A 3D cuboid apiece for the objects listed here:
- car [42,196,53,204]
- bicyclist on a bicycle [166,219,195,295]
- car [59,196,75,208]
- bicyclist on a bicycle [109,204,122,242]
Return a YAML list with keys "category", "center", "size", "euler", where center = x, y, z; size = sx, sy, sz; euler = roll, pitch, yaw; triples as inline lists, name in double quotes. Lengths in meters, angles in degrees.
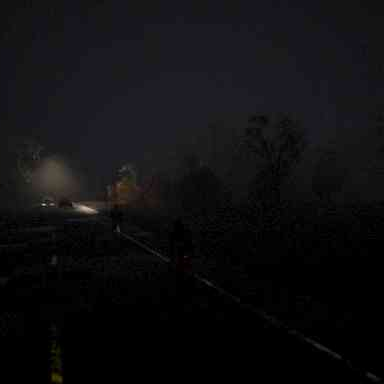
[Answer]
- category: "car"
  center: [-32.508, 1.729, 74.867]
  size: [2.097, 1.767, 4.553]
  euler: [-1, 0, -20]
- category: "bicyclist on a bicycle"
  center: [-0.271, 1.469, 7.762]
  size: [0.582, 1.620, 1.656]
  euler: [-1, 0, -23]
- category: "car"
  center: [-20.254, 1.824, 53.242]
  size: [1.994, 1.385, 4.181]
  euler: [-1, 0, -22]
- category: "bicyclist on a bicycle"
  center: [-3.619, 1.435, 15.737]
  size: [0.659, 1.776, 1.843]
  euler: [-1, 0, -23]
